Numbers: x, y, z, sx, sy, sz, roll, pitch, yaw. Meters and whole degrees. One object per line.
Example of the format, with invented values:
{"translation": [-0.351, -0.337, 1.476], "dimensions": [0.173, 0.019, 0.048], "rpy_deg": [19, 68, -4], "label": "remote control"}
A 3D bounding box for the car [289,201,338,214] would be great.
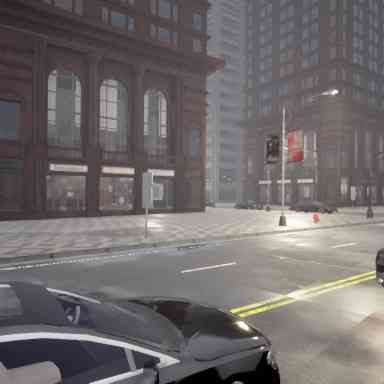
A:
{"translation": [13.467, 1.725, 37.182], "dimensions": [2.033, 1.411, 5.357], "rpy_deg": [1, -1, -35], "label": "car"}

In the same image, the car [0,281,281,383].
{"translation": [-1.396, 1.492, 2.444], "dimensions": [4.902, 1.511, 2.128], "rpy_deg": [0, 0, -36], "label": "car"}

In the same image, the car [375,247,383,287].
{"translation": [6.218, 1.516, 7.868], "dimensions": [4.892, 1.490, 1.837], "rpy_deg": [0, 0, -35], "label": "car"}

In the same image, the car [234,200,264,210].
{"translation": [7.709, 1.787, 45.283], "dimensions": [1.994, 1.385, 4.181], "rpy_deg": [1, -1, -35], "label": "car"}

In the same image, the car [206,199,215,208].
{"translation": [1.679, 1.749, 53.774], "dimensions": [1.882, 1.535, 5.008], "rpy_deg": [1, -1, -35], "label": "car"}
